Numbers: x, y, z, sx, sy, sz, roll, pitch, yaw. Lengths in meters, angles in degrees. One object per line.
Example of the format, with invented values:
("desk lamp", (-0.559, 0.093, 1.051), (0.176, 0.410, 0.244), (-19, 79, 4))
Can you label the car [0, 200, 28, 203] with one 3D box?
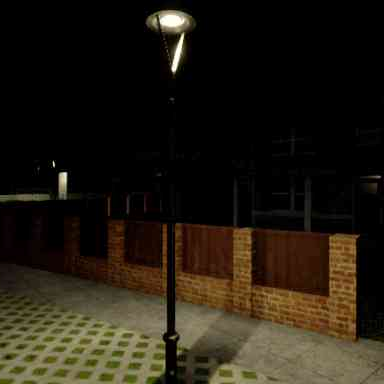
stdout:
("car", (-12.295, 1.259, 22.879), (2.033, 1.411, 5.357), (1, 2, 39))
